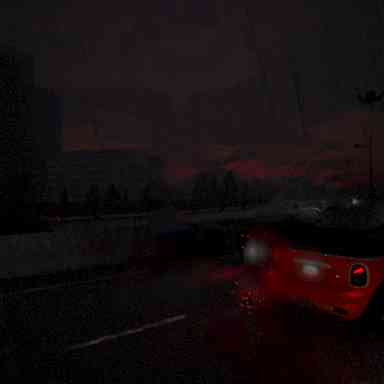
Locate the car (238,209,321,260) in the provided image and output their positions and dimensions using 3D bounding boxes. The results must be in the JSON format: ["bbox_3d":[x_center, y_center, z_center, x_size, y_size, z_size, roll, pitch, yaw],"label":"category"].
[{"bbox_3d":[3.645,1.542,11.640,4.892,1.490,1.837,0,0,-42],"label":"car"}]

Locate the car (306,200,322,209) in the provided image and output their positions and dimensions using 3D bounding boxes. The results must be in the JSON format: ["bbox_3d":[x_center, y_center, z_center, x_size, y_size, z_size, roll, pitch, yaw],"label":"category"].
[{"bbox_3d":[17.700,1.787,48.090,1.994,1.385,4.181,0,-1,25],"label":"car"}]

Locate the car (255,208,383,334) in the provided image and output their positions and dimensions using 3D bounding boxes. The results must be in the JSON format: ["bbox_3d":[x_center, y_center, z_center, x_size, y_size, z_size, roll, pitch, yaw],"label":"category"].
[{"bbox_3d":[3.697,1.371,7.074,4.553,1.767,2.097,0,0,-39],"label":"car"}]

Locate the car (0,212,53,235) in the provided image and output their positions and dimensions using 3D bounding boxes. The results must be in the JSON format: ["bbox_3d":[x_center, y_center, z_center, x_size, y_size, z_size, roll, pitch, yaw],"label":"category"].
[{"bbox_3d":[-9.139,1.616,14.828,5.357,1.411,2.033,0,0,-37],"label":"car"}]

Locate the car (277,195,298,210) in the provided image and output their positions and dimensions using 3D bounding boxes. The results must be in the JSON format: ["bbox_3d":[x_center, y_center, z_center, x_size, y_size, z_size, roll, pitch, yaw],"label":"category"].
[{"bbox_3d":[13.843,1.461,48.075,2.150,2.045,5.566,0,0,26],"label":"car"}]

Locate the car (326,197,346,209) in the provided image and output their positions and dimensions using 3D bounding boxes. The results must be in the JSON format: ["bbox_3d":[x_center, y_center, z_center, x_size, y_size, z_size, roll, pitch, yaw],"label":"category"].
[{"bbox_3d":[17.172,1.638,39.536,1.882,1.535,5.008,0,-1,29],"label":"car"}]
